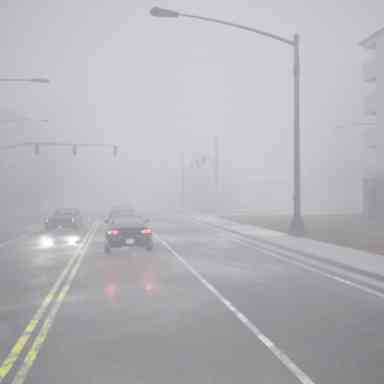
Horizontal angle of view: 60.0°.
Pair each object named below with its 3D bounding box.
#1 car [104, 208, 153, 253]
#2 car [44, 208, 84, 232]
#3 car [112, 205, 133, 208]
[{"bbox_3d":[-2.759,1.628,14.243,1.812,1.442,4.674,0,0,-13],"label":"car"},{"bbox_3d":[-8.229,1.762,21.653,1.895,1.301,4.718,0,0,-13],"label":"car"},{"bbox_3d":[-4.836,1.643,23.055,1.882,1.535,5.008,0,0,-13],"label":"car"}]
